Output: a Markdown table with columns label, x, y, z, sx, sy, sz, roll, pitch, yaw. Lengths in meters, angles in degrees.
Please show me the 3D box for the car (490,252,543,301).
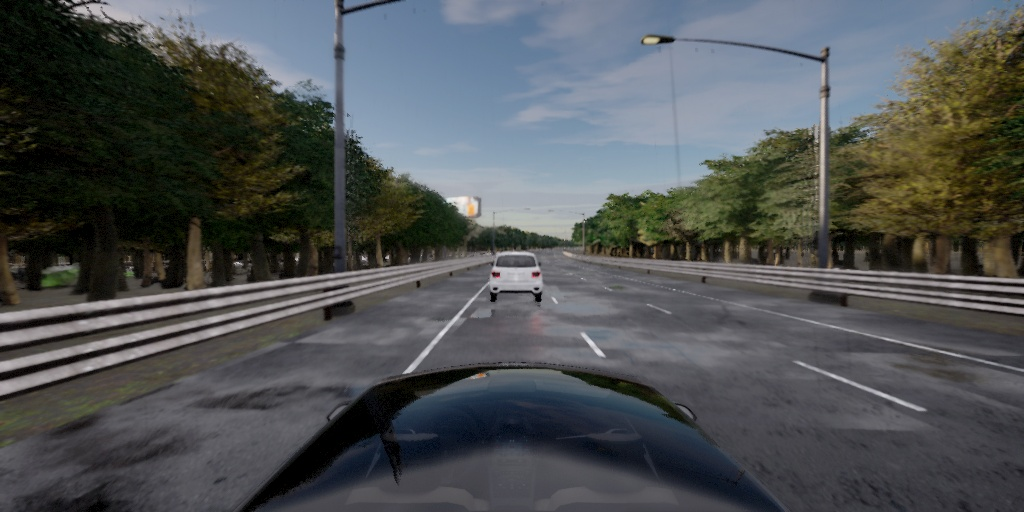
| label | x | y | z | sx | sy | sz | roll | pitch | yaw |
| --- | --- | --- | --- | --- | --- | --- | --- | --- | --- |
| car | 0.183 | 0.841 | 16.459 | 2.150 | 2.045 | 5.566 | 0 | 1 | 1 |
